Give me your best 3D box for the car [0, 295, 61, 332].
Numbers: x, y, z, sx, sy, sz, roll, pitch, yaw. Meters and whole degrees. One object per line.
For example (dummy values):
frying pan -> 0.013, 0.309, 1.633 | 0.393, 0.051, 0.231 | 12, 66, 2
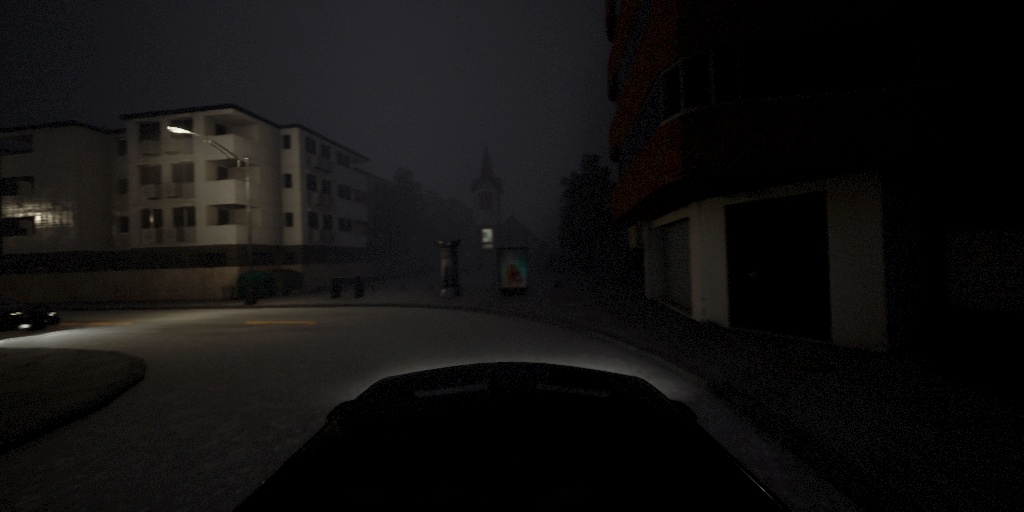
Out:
car -> -18.336, 1.967, 11.954 | 5.357, 1.411, 2.033 | -2, 0, 8
